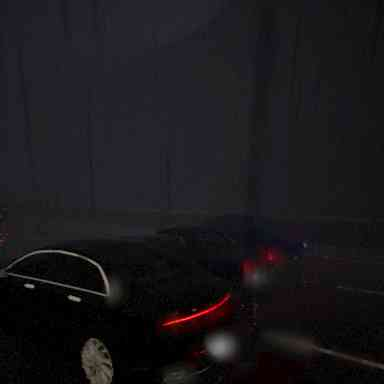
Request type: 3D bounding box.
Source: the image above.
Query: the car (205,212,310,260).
[{"bbox_3d":[1.444,1.449,11.563,5.008,1.535,1.882,0,0,36],"label":"car"}]

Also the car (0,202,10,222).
[{"bbox_3d":[-14.396,1.289,22.869,4.892,1.490,1.837,1,1,36],"label":"car"}]

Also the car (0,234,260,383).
[{"bbox_3d":[-1.647,1.483,5.169,4.892,1.490,1.837,0,0,36],"label":"car"}]

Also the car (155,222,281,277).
[{"bbox_3d":[-0.389,1.574,8.570,4.718,1.301,1.895,0,0,36],"label":"car"}]
